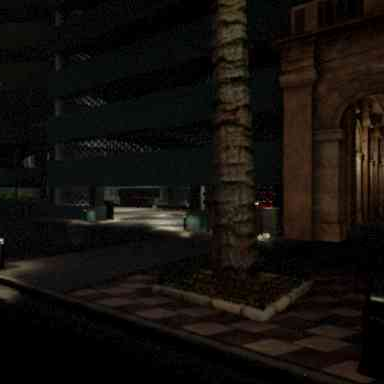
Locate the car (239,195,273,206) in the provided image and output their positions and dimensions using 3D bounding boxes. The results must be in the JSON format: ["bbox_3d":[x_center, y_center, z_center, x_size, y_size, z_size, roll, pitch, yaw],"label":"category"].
[{"bbox_3d":[9.761,1.247,50.733,4.674,1.452,2.002,0,0,36],"label":"car"}]

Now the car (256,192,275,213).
[{"bbox_3d":[4.890,0.998,22.265,5.566,2.045,2.435,0,0,36],"label":"car"}]
